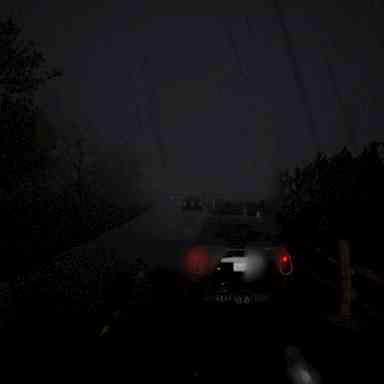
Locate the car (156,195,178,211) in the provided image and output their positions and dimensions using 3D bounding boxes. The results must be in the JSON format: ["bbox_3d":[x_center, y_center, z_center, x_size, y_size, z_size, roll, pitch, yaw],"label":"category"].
[{"bbox_3d":[-2.860,1.367,37.580,1.812,1.442,4.674,0,0,0],"label":"car"}]

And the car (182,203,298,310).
[{"bbox_3d":[0.898,1.322,7.938,2.097,1.767,4.553,0,0,1],"label":"car"}]

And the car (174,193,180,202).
[{"bbox_3d":[-2.767,1.045,64.225,2.097,1.767,4.553,0,0,0],"label":"car"}]

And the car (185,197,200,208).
[{"bbox_3d":[0.046,1.403,45.350,1.895,1.301,4.718,0,0,0],"label":"car"}]

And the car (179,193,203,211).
[{"bbox_3d":[0.063,1.205,35.357,2.097,1.767,4.553,0,0,0],"label":"car"}]
